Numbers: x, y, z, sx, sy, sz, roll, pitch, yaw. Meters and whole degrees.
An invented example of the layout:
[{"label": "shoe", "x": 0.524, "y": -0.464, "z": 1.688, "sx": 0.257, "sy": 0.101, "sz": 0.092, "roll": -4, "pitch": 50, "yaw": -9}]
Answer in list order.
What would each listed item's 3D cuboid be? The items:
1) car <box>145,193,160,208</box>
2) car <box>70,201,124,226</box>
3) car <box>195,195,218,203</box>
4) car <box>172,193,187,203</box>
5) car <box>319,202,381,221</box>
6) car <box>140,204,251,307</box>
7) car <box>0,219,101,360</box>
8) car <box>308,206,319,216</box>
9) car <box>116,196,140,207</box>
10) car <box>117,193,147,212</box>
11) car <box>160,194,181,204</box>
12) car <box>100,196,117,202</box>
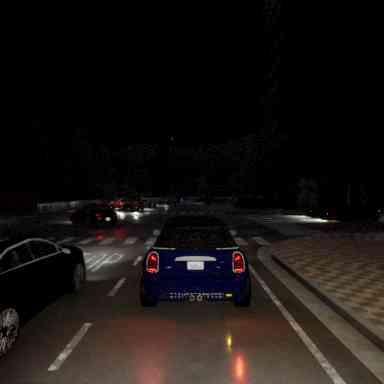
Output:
[{"label": "car", "x": -6.765, "y": 1.221, "z": 49.183, "sx": 2.150, "sy": 2.045, "sz": 5.566, "roll": 0, "pitch": 0, "yaw": 6}, {"label": "car", "x": -6.800, "y": 1.560, "z": 22.943, "sx": 1.812, "sy": 1.442, "sz": 4.674, "roll": 1, "pitch": 0, "yaw": -39}, {"label": "car", "x": 2.750, "y": 1.524, "z": 69.664, "sx": 4.674, "sy": 1.442, "sz": 1.812, "roll": 0, "pitch": 0, "yaw": -43}, {"label": "car", "x": -3.208, "y": 1.224, "z": 68.147, "sx": 2.150, "sy": 2.045, "sz": 5.566, "roll": 0, "pitch": 0, "yaw": 36}, {"label": "car", "x": 13.130, "y": 1.619, "z": 27.381, "sx": 4.181, "sy": 1.385, "sz": 1.994, "roll": 0, "pitch": 0, "yaw": -2}, {"label": "car", "x": 0.067, "y": 1.352, "z": 8.154, "sx": 2.097, "sy": 1.767, "sz": 4.553, "roll": 0, "pitch": 0, "yaw": 0}, {"label": "car", "x": -3.414, "y": 1.491, "z": 5.901, "sx": 2.128, "sy": 1.511, "sz": 4.902, "roll": 0, "pitch": 0, "yaw": 0}, {"label": "car", "x": 13.018, "y": 1.619, "z": 30.888, "sx": 4.181, "sy": 1.385, "sz": 1.994, "roll": 0, "pitch": 0, "yaw": 0}, {"label": "car", "x": -9.857, "y": 1.478, "z": 51.677, "sx": 1.882, "sy": 1.535, "sz": 5.008, "roll": 0, "pitch": 0, "yaw": 10}, {"label": "car", "x": -7.089, "y": 1.352, "z": 39.598, "sx": 2.097, "sy": 1.767, "sz": 4.553, "roll": 0, "pitch": 0, "yaw": 1}, {"label": "car", "x": -4.301, "y": 1.526, "z": 59.048, "sx": 1.812, "sy": 1.442, "sz": 4.674, "roll": 0, "pitch": 0, "yaw": 25}, {"label": "car", "x": -10.507, "y": 1.352, "z": 42.437, "sx": 2.097, "sy": 1.767, "sz": 4.553, "roll": 0, "pitch": 0, "yaw": 2}]
